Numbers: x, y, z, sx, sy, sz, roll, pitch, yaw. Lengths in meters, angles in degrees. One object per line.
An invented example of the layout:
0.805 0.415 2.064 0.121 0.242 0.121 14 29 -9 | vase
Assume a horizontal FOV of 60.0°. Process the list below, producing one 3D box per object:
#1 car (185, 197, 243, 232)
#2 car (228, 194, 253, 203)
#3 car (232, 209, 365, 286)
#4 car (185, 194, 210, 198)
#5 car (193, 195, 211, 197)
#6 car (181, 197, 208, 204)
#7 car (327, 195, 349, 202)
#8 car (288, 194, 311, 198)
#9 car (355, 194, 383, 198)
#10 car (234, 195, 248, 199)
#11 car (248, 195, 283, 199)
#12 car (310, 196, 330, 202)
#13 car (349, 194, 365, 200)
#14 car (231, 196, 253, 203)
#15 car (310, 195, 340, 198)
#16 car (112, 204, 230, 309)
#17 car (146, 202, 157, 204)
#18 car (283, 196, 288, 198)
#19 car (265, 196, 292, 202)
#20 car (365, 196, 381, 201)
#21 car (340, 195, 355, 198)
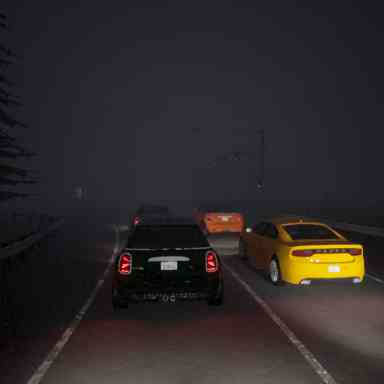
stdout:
1.204 1.352 18.368 2.097 1.767 4.553 0 0 -12 | car
9.734 1.352 66.526 4.553 1.767 2.097 0 0 -18 | car
2.730 1.478 9.482 1.882 1.535 5.008 0 0 -6 | car
1.340 1.505 60.018 4.892 1.490 1.837 0 0 -19 | car
3.079 1.601 56.915 4.718 1.301 1.895 0 0 -19 | car
0.518 1.601 63.430 4.718 1.301 1.895 0 0 -19 | car
32.991 1.524 75.047 4.674 1.442 1.812 0 0 -25 | car
22.544 1.355 67.155 4.553 1.767 2.097 0 0 -19 | car
37.098 1.525 69.292 4.902 1.511 2.128 0 0 -25 | car
10.793 1.353 63.221 4.553 1.767 2.097 0 0 -19 | car
13.288 1.492 60.385 4.902 1.511 2.128 0 0 -19 | car
29.781 1.553 77.376 4.181 1.385 1.994 0 0 -21 | car
42.356 1.282 85.278 4.181 1.385 1.994 0 0 -37 | car
10.567 1.553 70.461 4.181 1.385 1.994 0 0 -19 | car
25.868 1.563 64.592 4.181 1.385 1.994 0 0 -19 | car
-0.630 1.352 8.121 2.097 1.767 4.553 0 0 -6 | car
-2.110 1.352 16.928 2.097 1.767 4.553 0 0 -12 | car
20.767 1.525 70.246 4.902 1.511 2.128 0 0 -19 | car
19.064 1.540 73.362 5.357 1.411 2.033 0 0 -19 | car
45.355 1.592 83.189 4.718 1.301 1.895 0 0 -41 | car
34.944 1.524 72.128 4.674 1.442 1.812 0 0 -25 | car
